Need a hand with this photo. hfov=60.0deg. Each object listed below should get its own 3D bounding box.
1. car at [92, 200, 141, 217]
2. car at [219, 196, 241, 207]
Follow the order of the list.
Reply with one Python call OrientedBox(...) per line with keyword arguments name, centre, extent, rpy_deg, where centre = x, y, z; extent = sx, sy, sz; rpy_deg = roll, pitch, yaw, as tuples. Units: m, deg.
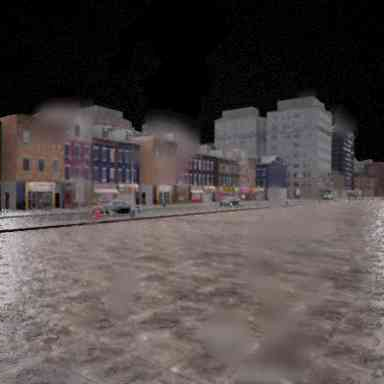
OrientedBox(name="car", centre=(-6.709, 1.434, 30.041), extent=(2.128, 1.511, 4.902), rpy_deg=(1, 0, 36))
OrientedBox(name="car", centre=(6.039, 1.471, 52.509), extent=(1.837, 1.490, 4.892), rpy_deg=(1, 0, 36))
